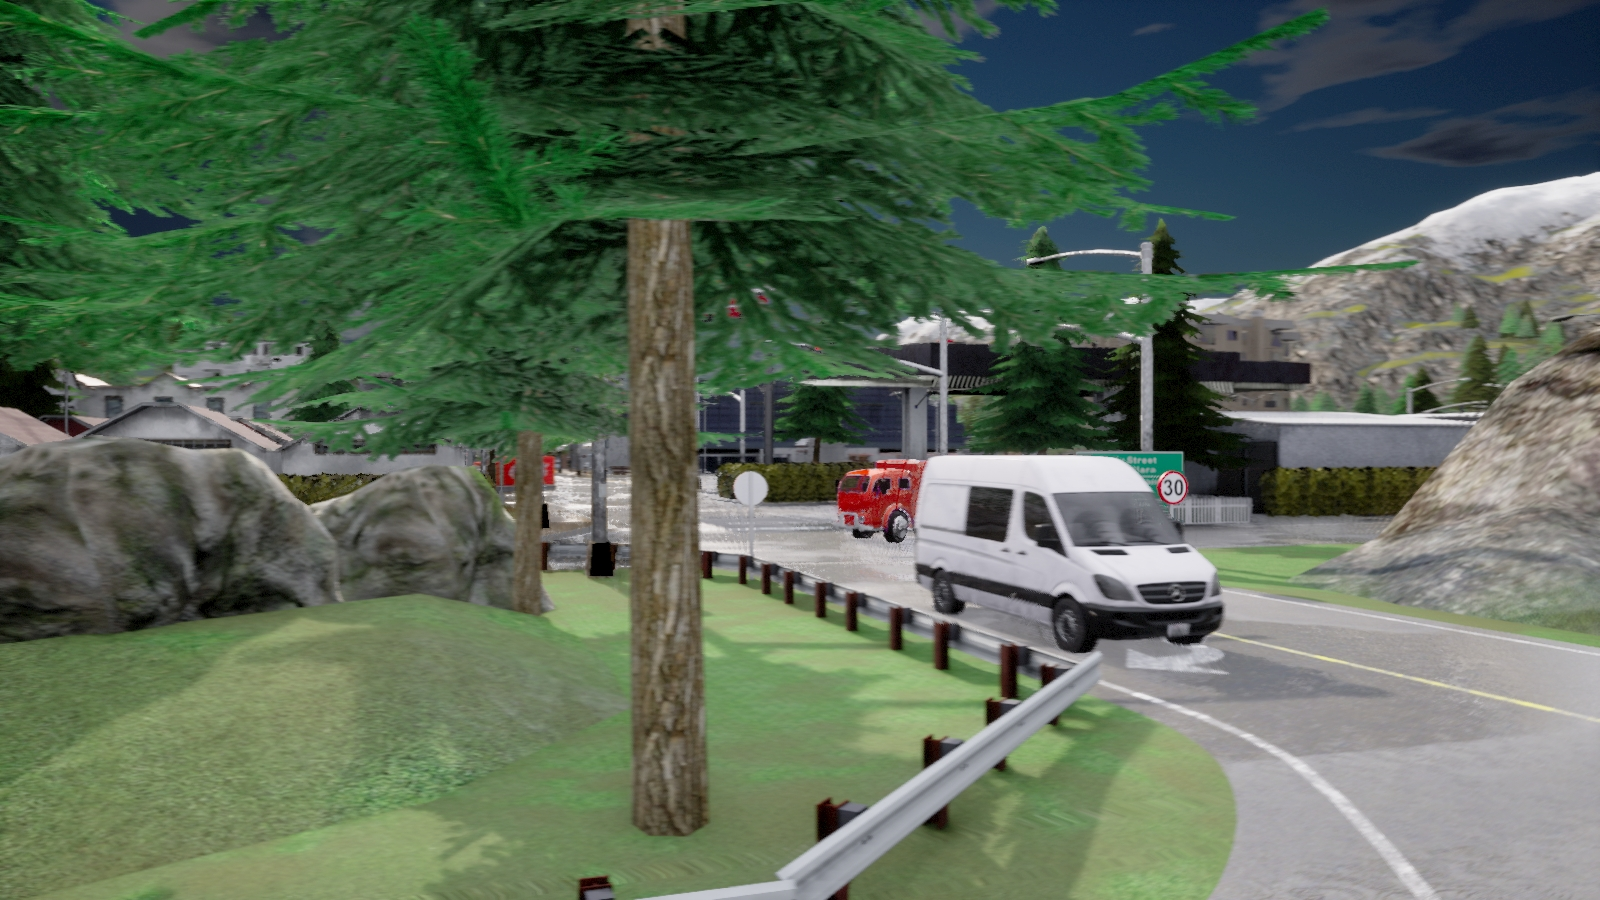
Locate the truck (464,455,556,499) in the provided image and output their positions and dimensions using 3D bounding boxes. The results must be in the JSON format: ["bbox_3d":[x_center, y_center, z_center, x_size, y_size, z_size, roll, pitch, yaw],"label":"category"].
[{"bbox_3d":[-17.469,1.602,68.726,5.204,2.467,2.627,0,1,-18],"label":"truck"}]

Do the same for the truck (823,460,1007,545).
[{"bbox_3d":[3.601,1.549,35.584,5.204,2.467,2.627,1,0,-34],"label":"truck"}]

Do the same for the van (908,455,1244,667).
[{"bbox_3d":[3.743,1.364,16.991,1.988,2.561,5.915,0,0,-19],"label":"van"}]
